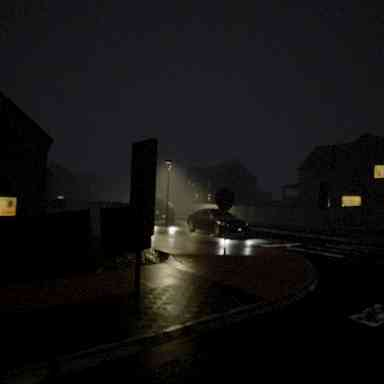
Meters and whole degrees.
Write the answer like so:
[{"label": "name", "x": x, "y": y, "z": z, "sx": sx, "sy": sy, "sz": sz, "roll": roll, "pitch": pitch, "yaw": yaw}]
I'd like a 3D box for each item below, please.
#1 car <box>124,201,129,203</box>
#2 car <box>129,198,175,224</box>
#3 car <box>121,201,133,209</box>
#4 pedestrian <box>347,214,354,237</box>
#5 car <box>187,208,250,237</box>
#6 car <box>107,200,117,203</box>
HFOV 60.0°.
[{"label": "car", "x": -9.878, "y": 2.353, "z": 53.333, "sx": 2.033, "sy": 1.411, "sz": 5.357, "roll": 2, "pitch": -1, "yaw": -16}, {"label": "car", "x": -3.258, "y": 1.514, "z": 27.601, "sx": 2.150, "sy": 2.045, "sz": 5.566, "roll": 3, "pitch": -2, "yaw": -25}, {"label": "car", "x": -12.401, "y": 2.511, "z": 63.594, "sx": 2.033, "sy": 1.411, "sz": 5.357, "roll": 2, "pitch": -1, "yaw": -13}, {"label": "pedestrian", "x": 8.479, "y": 1.444, "z": 17.824, "sx": 0.375, "sy": 1.860, "sz": 0.375, "roll": 2, "pitch": -1, "yaw": -31}, {"label": "car", "x": 1.312, "y": 1.654, "z": 18.722, "sx": 1.812, "sy": 1.442, "sz": 4.674, "roll": 3, "pitch": -2, "yaw": -28}, {"label": "car", "x": -12.164, "y": 2.016, "z": 50.793, "sx": 2.097, "sy": 1.767, "sz": 4.553, "roll": 2, "pitch": -1, "yaw": -17}]
